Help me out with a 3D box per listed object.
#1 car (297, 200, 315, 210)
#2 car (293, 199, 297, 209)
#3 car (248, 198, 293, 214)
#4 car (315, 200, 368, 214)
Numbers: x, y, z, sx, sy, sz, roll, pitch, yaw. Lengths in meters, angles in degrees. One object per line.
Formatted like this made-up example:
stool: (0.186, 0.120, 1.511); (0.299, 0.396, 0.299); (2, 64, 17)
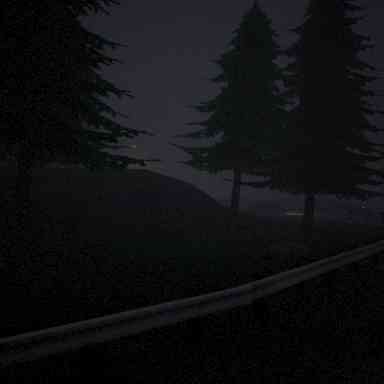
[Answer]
car: (15.649, 1.549, 39.000); (5.357, 1.411, 2.033); (0, 0, 34)
car: (13.040, 1.492, 44.975); (4.902, 1.511, 2.128); (0, 0, 34)
car: (8.139, 1.565, 35.617); (4.181, 1.385, 1.994); (0, 0, 34)
car: (15.728, 1.530, 34.742); (4.674, 1.442, 1.812); (0, 0, 34)
